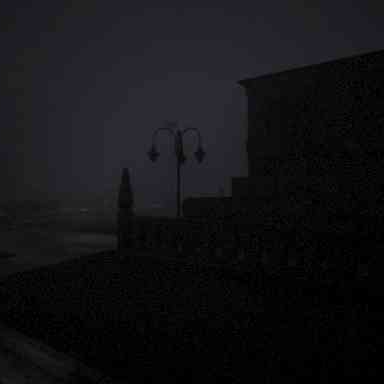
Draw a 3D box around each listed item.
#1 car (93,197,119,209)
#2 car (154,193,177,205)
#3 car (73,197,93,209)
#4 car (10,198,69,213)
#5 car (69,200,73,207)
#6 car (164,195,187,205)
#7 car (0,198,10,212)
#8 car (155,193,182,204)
[{"bbox_3d":[-10.161,1.433,44.213,1.882,1.535,5.008,0,0,36],"label":"car"},{"bbox_3d":[-4.258,1.173,58.191,2.150,2.045,5.566,0,0,36],"label":"car"},{"bbox_3d":[-13.301,1.428,45.845,1.882,1.535,5.008,0,0,36],"label":"car"},{"bbox_3d":[-16.319,1.446,35.773,2.128,1.511,4.902,0,0,36],"label":"car"},{"bbox_3d":[-15.856,1.436,48.282,2.128,1.511,4.902,0,0,36],"label":"car"},{"bbox_3d":[-1.970,1.556,55.399,1.895,1.301,4.718,0,0,36],"label":"car"},{"bbox_3d":[-19.178,1.476,37.791,1.812,1.442,4.674,0,0,36],"label":"car"},{"bbox_3d":[-4.469,1.171,63.780,2.150,2.045,5.566,0,0,37],"label":"car"}]
